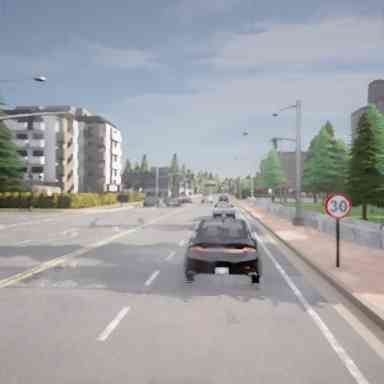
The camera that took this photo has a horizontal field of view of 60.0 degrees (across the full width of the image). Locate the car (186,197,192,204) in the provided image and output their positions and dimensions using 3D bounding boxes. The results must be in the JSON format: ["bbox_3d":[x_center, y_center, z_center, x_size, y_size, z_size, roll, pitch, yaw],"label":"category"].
[{"bbox_3d":[-1.084,1.561,63.082,1.994,1.385,4.181,0,0,6],"label":"car"}]

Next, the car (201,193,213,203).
[{"bbox_3d":[3.151,1.213,70.098,2.150,2.045,5.566,0,0,6],"label":"car"}]

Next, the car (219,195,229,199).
[{"bbox_3d":[6.629,1.357,69.701,2.097,1.767,4.553,0,0,6],"label":"car"}]

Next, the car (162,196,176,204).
[{"bbox_3d":[-4.438,1.548,64.640,1.994,1.385,4.181,0,0,6],"label":"car"}]

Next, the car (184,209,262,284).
[{"bbox_3d":[0.898,1.497,9.641,2.128,1.511,4.902,0,0,6],"label":"car"}]

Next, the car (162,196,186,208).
[{"bbox_3d":[-2.583,1.482,48.039,2.128,1.511,4.902,0,0,6],"label":"car"}]

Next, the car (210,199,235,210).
[{"bbox_3d":[2.832,1.613,29.482,1.895,1.301,4.718,0,0,6],"label":"car"}]

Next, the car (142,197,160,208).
[{"bbox_3d":[-5.979,1.482,49.242,1.837,1.490,4.892,0,0,6],"label":"car"}]
